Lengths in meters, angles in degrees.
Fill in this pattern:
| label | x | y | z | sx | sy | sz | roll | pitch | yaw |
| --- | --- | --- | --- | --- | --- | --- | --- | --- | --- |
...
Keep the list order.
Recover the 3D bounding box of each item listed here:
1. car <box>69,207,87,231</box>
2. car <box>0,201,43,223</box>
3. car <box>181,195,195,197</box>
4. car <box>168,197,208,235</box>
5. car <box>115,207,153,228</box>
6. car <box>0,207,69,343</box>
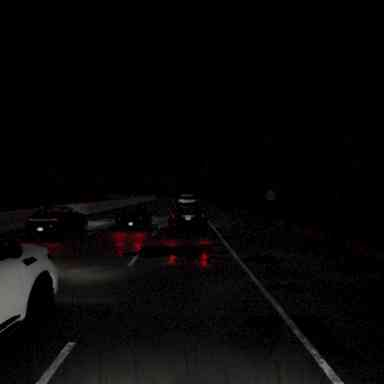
| label | x | y | z | sx | sy | sz | roll | pitch | yaw |
| --- | --- | --- | --- | --- | --- | --- | --- | --- | --- |
| car | -7.216 | 1.538 | 18.133 | 2.128 | 1.511 | 4.902 | 0 | 0 | -1 |
| car | -14.474 | 1.565 | 27.552 | 2.128 | 1.511 | 4.902 | 0 | 0 | 0 |
| car | -0.523 | 1.312 | 40.051 | 2.150 | 2.045 | 5.566 | 0 | 0 | -1 |
| car | -0.232 | 1.394 | 19.250 | 2.097 | 1.767 | 4.553 | 0 | 0 | -1 |
| car | -3.782 | 1.654 | 22.534 | 1.895 | 1.301 | 4.718 | 0 | 0 | -1 |
| car | -3.457 | 1.234 | 3.628 | 2.150 | 2.045 | 5.566 | 0 | 0 | -1 |
